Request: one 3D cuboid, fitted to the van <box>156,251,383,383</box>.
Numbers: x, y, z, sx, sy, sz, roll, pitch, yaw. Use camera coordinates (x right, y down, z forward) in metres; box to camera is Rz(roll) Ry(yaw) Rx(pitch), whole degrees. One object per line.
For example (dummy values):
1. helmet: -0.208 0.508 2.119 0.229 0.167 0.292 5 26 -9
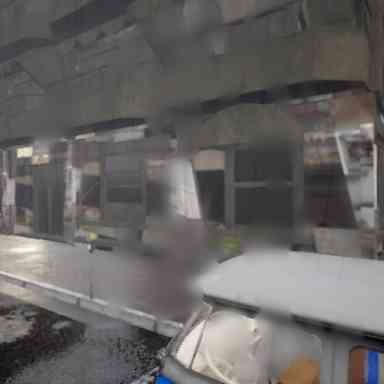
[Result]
1. van: 1.584 1.344 1.605 3.998 1.788 1.690 0 0 36
